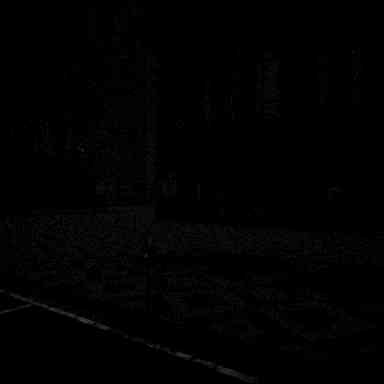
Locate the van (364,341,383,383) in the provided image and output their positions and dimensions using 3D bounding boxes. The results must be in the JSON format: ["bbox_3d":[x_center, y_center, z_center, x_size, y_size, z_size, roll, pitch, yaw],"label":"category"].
[{"bbox_3d":[2.713,1.341,1.049,3.998,1.788,1.690,0,0,35],"label":"van"}]
